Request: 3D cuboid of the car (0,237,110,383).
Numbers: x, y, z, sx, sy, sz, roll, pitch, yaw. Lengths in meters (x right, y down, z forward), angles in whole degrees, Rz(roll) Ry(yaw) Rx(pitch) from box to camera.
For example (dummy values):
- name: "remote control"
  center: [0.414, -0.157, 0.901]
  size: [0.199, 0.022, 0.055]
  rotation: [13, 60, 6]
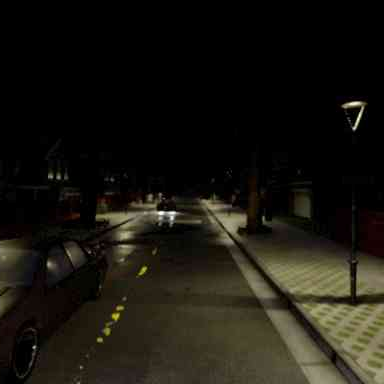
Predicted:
- name: "car"
  center: [-2.831, 1.529, 5.578]
  size: [2.033, 1.411, 5.357]
  rotation: [0, 0, 0]

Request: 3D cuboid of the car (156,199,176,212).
- name: "car"
  center: [-2.775, 1.427, 36.874]
  size: [1.994, 1.385, 4.181]
  rotation: [0, 0, 1]
